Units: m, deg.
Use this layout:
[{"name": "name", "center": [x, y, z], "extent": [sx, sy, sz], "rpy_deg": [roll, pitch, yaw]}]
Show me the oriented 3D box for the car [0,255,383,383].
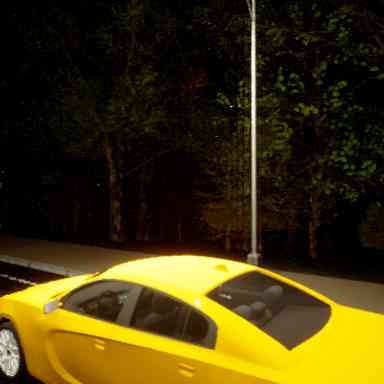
[{"name": "car", "center": [-0.376, 1.503, 3.830], "extent": [5.008, 1.535, 1.882], "rpy_deg": [-1, 0, 35]}]
